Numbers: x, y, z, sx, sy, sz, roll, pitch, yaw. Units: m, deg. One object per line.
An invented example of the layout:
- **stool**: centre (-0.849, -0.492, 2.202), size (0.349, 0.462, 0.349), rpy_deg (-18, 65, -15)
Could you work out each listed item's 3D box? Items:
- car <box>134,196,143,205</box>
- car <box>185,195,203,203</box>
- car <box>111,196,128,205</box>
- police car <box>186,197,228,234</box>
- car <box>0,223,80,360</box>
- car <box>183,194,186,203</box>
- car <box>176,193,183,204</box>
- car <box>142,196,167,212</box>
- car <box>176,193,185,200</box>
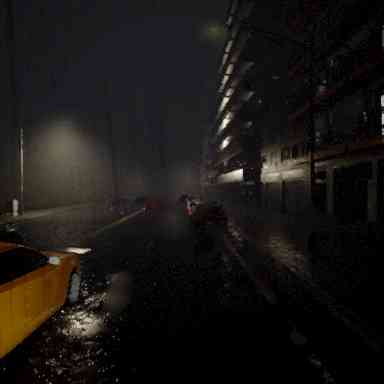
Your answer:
- **car**: centre (-7.866, 1.251, 52.407), size (1.994, 1.385, 4.181), rpy_deg (0, 0, -2)
- **car**: centre (0.588, 1.276, 28.526), size (1.801, 1.575, 5.366), rpy_deg (0, 0, -2)
- **car**: centre (-11.025, 1.300, 50.350), size (1.895, 1.301, 4.718), rpy_deg (0, 0, -2)
- **police car**: centre (0.811, 1.308, 18.394), size (1.930, 1.638, 5.238), rpy_deg (0, 0, -1)
- **car**: centre (-3.174, 1.447, 4.770), size (1.882, 1.535, 5.008), rpy_deg (0, 1, 0)
- **car**: centre (0.418, 1.138, 34.335), size (2.097, 1.767, 4.553), rpy_deg (0, 0, -2)
- **car**: centre (-1.309, 1.184, 53.491), size (1.837, 1.490, 4.892), rpy_deg (0, 0, -3)
- **car**: centre (-3.736, 1.262, 34.835), size (1.882, 1.535, 5.008), rpy_deg (0, 1, -2)
- **car**: centre (-2.640, 0.955, 75.696), size (1.882, 1.535, 5.008), rpy_deg (0, 0, -4)
